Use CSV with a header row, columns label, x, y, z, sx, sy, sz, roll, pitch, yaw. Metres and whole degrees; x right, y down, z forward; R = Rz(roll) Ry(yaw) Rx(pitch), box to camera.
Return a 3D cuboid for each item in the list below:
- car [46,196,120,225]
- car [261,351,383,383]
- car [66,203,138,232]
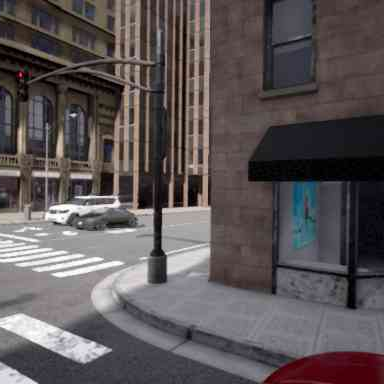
label,x,y,z,sx,sy,sz,roll,pitch,yaw
car,-7.541,1.286,23.906,2.150,2.045,5.566,1,0,35
car,2.330,1.545,1.310,4.507,1.381,1.887,0,1,35
car,-5.444,1.668,21.243,1.994,1.385,4.181,1,0,35
